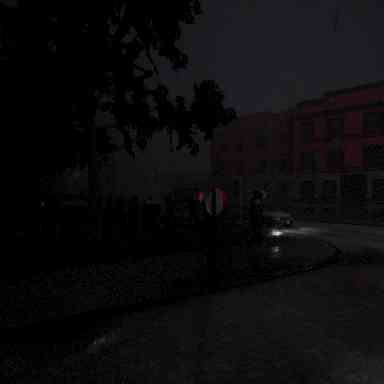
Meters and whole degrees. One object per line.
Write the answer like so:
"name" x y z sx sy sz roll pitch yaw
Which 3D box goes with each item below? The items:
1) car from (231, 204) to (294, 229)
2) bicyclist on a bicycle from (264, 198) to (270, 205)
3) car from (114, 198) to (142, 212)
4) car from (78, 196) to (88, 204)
"car" 4.434 1.526 21.842 1.812 1.442 4.674 0 0 -35
"bicyclist on a bicycle" 7.151 1.348 32.517 1.656 1.620 0.582 0 0 -35
"car" -7.585 1.505 38.734 1.837 1.490 4.892 0 0 -35
"car" -16.556 1.313 51.478 1.882 1.535 5.008 0 0 -35
